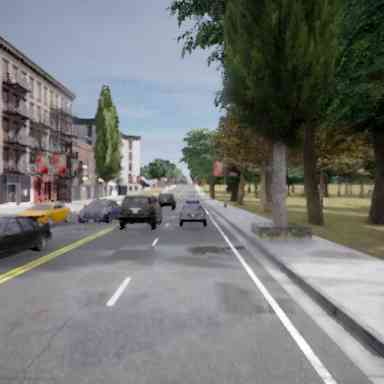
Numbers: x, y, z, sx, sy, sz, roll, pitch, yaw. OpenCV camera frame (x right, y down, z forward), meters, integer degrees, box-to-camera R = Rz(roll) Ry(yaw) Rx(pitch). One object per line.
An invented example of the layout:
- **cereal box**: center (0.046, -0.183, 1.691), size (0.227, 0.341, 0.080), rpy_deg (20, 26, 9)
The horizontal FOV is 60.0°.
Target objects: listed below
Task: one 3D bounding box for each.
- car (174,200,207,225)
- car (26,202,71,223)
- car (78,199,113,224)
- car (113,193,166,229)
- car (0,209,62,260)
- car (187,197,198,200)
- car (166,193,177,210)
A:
- **car**: center (0.078, 1.497, 23.287), size (2.033, 1.411, 5.357), rpy_deg (0, 0, 0)
- **car**: center (-9.818, 1.430, 22.451), size (1.882, 1.535, 5.008), rpy_deg (0, 0, 0)
- **car**: center (-6.560, 1.301, 23.957), size (2.097, 1.767, 4.553), rpy_deg (0, 0, 0)
- **car**: center (-3.156, 1.177, 21.221), size (2.150, 2.045, 5.566), rpy_deg (0, 0, 0)
- **car**: center (-6.534, 1.522, 11.121), size (2.033, 1.411, 5.357), rpy_deg (0, 0, 1)
- **car**: center (0.079, 1.403, 43.160), size (1.882, 1.535, 5.008), rpy_deg (0, 0, 0)
- **car**: center (-3.169, 1.148, 42.638), size (2.150, 2.045, 5.566), rpy_deg (0, 0, 0)
